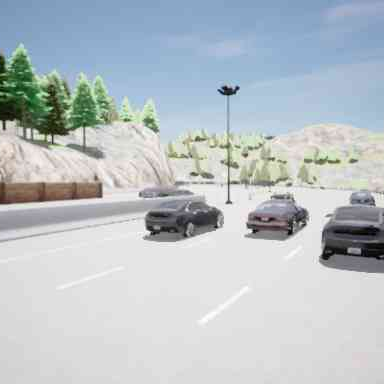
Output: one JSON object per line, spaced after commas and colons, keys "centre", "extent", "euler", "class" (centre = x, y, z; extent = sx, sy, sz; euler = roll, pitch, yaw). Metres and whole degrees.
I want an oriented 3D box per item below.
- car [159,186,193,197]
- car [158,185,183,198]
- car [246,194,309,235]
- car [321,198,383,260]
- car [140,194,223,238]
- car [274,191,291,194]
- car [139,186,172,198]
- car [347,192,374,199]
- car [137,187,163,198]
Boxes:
{"centre": [-1.368, 0.440, 36.684], "extent": [1.837, 1.490, 4.892], "euler": [1, 2, 24], "class": "car"}
{"centre": [-3.233, -0.110, 50.672], "extent": [2.097, 1.767, 4.553], "euler": [0, 2, 20], "class": "car"}
{"centre": [4.139, 1.065, 15.592], "extent": [2.033, 1.411, 5.357], "euler": [1, 2, 28], "class": "car"}
{"centre": [5.304, 1.164, 10.527], "extent": [1.837, 1.490, 4.892], "euler": [1, 2, 29], "class": "car"}
{"centre": [-0.190, 1.064, 15.046], "extent": [1.837, 1.490, 4.892], "euler": [1, 2, 29], "class": "car"}
{"centre": [9.532, 0.523, 34.986], "extent": [1.895, 1.301, 4.718], "euler": [0, 2, 23], "class": "car"}
{"centre": [-4.160, 0.235, 39.043], "extent": [2.097, 1.767, 4.553], "euler": [0, 2, 23], "class": "car"}
{"centre": [13.727, 0.678, 27.031], "extent": [2.033, 1.411, 5.357], "euler": [0, 2, 24], "class": "car"}
{"centre": [-6.490, 0.000, 51.946], "extent": [1.882, 1.535, 5.008], "euler": [0, 1, 20], "class": "car"}
